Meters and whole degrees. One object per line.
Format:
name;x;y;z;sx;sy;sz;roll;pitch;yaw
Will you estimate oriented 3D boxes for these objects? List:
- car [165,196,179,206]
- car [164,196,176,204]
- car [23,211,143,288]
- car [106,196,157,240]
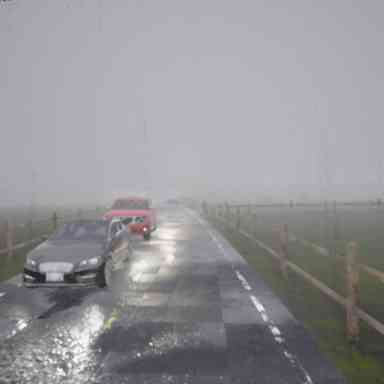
car;-3.336;1.598;58.319;1.882;1.535;5.008;0;0;-7
car;-4.609;1.585;68.701;2.128;1.511;4.902;0;0;-8
car;-2.867;1.501;9.335;2.128;1.511;4.902;0;0;-1
car;-3.073;1.239;17.394;2.150;2.045;5.566;0;0;-1
